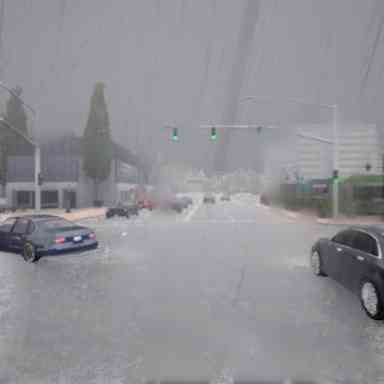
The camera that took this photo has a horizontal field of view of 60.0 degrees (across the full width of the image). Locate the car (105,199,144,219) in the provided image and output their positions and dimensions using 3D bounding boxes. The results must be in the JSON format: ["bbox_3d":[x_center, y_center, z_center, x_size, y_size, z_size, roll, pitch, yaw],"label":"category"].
[{"bbox_3d":[-5.707,1.501,27.953,1.895,1.301,4.718,0,0,4],"label":"car"}]

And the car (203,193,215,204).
[{"bbox_3d":[2.925,1.185,56.620,1.882,1.535,5.008,0,0,3],"label":"car"}]

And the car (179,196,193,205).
[{"bbox_3d":[-0.920,1.316,52.183,1.994,1.385,4.181,0,0,3],"label":"car"}]

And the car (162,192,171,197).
[{"bbox_3d":[-4.683,1.151,47.496,2.097,1.767,4.553,0,0,3],"label":"car"}]

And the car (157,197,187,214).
[{"bbox_3d":[-1.908,1.452,33.071,1.895,1.301,4.718,0,0,3],"label":"car"}]

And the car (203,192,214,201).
[{"bbox_3d":[3.441,0.997,69.440,2.097,1.767,4.553,0,0,3],"label":"car"}]

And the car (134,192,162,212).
[{"bbox_3d":[-5.189,1.071,37.581,2.150,2.045,5.566,0,0,3],"label":"car"}]

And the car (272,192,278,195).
[{"bbox_3d":[21.711,0.637,79.071,3.866,1.878,1.905,0,0,1],"label":"car"}]

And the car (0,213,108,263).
[{"bbox_3d":[-5.740,1.525,11.888,5.357,1.411,2.033,0,0,33],"label":"car"}]

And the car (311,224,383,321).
[{"bbox_3d":[4.048,1.445,7.104,1.837,1.490,4.892,0,0,3],"label":"car"}]

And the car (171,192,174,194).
[{"bbox_3d":[-4.112,0.965,58.130,2.150,2.045,5.566,0,0,3],"label":"car"}]

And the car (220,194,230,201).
[{"bbox_3d":[6.957,1.171,69.665,1.994,1.385,4.181,0,0,3],"label":"car"}]

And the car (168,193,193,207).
[{"bbox_3d":[-1.450,1.295,42.329,2.128,1.511,4.902,0,0,3],"label":"car"}]
